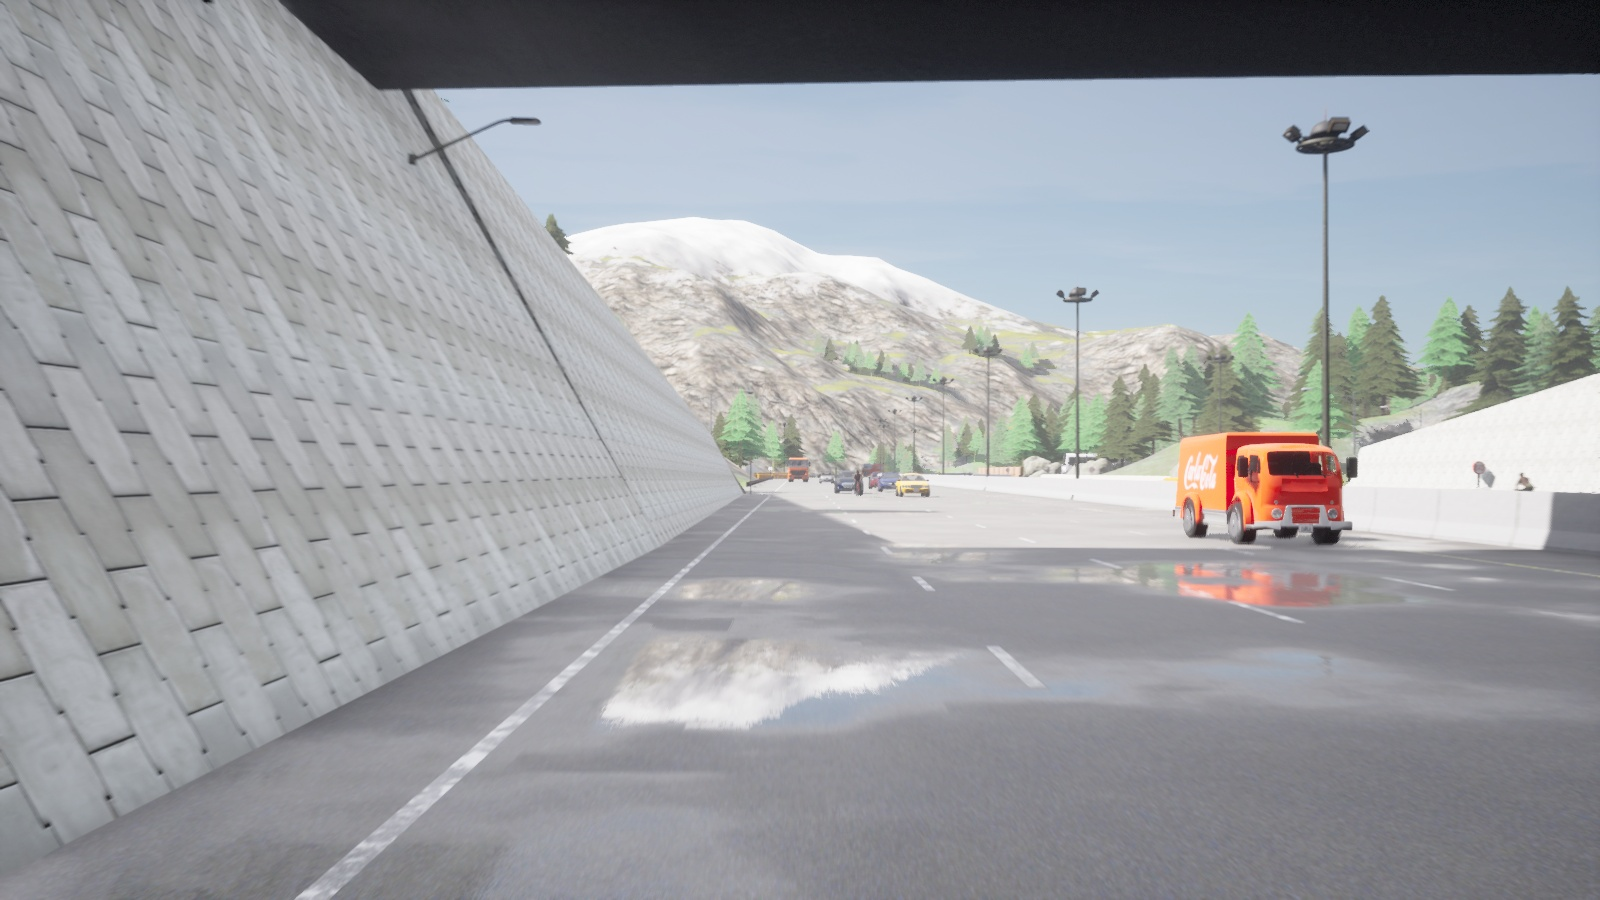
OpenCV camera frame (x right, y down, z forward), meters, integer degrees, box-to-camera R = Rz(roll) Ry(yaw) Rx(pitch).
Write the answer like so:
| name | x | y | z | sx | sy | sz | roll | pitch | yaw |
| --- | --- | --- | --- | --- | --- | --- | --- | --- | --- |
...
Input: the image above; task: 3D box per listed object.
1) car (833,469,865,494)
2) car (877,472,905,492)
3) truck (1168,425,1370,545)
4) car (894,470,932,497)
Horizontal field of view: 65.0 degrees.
| name | x | y | z | sx | sy | sz | roll | pitch | yaw |
| --- | --- | --- | --- | --- | --- | --- | --- | --- | --- |
| car | 3.399 | 2.190 | 87.473 | 2.033 | 1.649 | 4.856 | 0 | -1 | 0 |
| car | 6.891 | 2.404 | 95.383 | 1.812 | 1.442 | 4.674 | 0 | -1 | 0 |
| truck | 10.461 | 0.765 | 28.564 | 2.627 | 2.467 | 5.204 | 0 | -1 | 0 |
| car | 6.910 | 2.014 | 77.325 | 1.801 | 1.575 | 5.366 | 0 | -1 | 0 |
